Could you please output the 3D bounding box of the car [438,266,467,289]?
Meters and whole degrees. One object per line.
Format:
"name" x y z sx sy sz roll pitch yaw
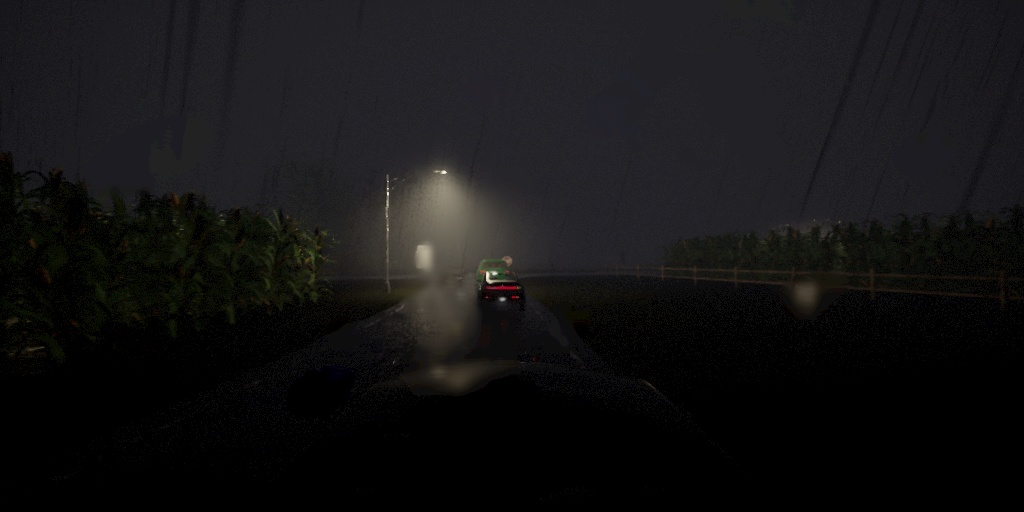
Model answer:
"car" -4.416 1.548 26.777 1.882 1.535 5.008 0 -1 -6

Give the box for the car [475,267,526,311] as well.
"car" -0.513 1.407 15.555 2.128 1.511 4.902 0 -1 -4

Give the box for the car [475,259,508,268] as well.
"car" -1.416 1.270 25.700 2.150 2.045 5.566 0 -1 -8

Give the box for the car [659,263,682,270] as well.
"car" 24.999 1.656 55.450 4.674 1.442 1.812 0 -1 -11
